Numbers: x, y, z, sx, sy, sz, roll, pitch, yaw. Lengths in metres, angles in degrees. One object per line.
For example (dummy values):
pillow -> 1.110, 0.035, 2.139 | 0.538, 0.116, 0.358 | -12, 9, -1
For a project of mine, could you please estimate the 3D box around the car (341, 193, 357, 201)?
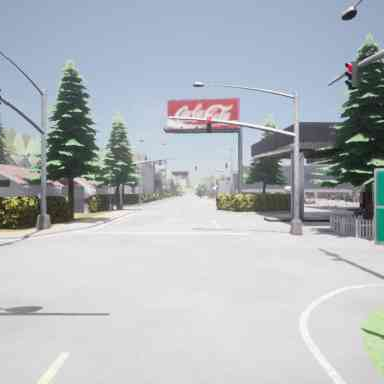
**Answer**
car -> 34.737, 1.489, 71.931 | 2.007, 1.523, 4.514 | 0, 0, 0

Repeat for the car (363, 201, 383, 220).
car -> 18.623, 1.672, 30.704 | 4.611, 1.667, 2.242 | 0, 0, 0

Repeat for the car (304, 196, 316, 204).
car -> 22.351, 1.552, 64.110 | 1.970, 1.475, 3.806 | 0, 0, 0

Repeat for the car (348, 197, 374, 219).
car -> 14.310, 1.504, 25.024 | 3.866, 1.878, 1.905 | 0, 0, 0
